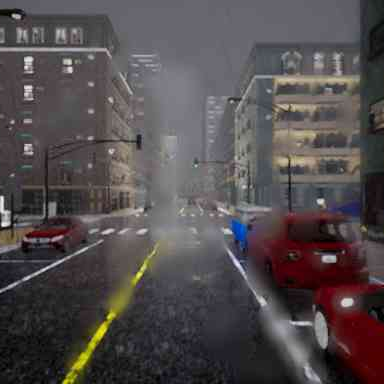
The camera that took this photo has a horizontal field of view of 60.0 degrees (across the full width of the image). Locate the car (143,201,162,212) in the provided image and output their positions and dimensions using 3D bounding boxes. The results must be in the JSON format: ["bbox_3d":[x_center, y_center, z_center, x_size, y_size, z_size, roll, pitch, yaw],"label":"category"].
[{"bbox_3d":[-5.713,2.107,46.804,1.947,1.339,4.313,0,-1,0],"label":"car"}]

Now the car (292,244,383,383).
[{"bbox_3d":[2.683,1.584,3.348,1.887,1.381,4.507,0,-1,0],"label":"car"}]

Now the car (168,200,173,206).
[{"bbox_3d":[-5.723,2.418,74.421,1.887,1.381,4.507,0,-1,0],"label":"car"}]

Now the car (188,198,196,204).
[{"bbox_3d":[-0.030,2.328,86.256,1.882,1.535,5.008,0,-1,0],"label":"car"}]

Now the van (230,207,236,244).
[{"bbox_3d":[2.677,1.506,14.406,1.690,1.788,3.998,0,-1,0],"label":"van"}]

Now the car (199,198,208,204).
[{"bbox_3d":[2.662,2.284,63.365,1.887,1.381,4.507,0,-1,0],"label":"car"}]

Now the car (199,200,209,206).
[{"bbox_3d":[2.658,2.439,74.411,1.947,1.339,4.313,0,-1,0],"label":"car"}]

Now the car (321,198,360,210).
[{"bbox_3d":[14.931,1.587,31.364,5.008,1.535,1.882,-1,0,0],"label":"car"}]

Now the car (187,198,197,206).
[{"bbox_3d":[-0.028,2.243,76.221,2.097,1.767,4.553,0,-1,0],"label":"car"}]

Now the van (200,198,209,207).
[{"bbox_3d":[2.658,2.147,68.890,1.690,1.788,3.998,0,-1,0],"label":"van"}]

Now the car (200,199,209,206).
[{"bbox_3d":[2.666,2.173,52.319,1.947,1.339,4.313,0,-1,0],"label":"car"}]

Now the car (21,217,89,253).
[{"bbox_3d":[-5.702,1.747,14.401,1.802,1.307,4.206,0,-1,0],"label":"car"}]

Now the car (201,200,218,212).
[{"bbox_3d":[2.668,2.123,46.795,1.802,1.307,4.206,0,-1,0],"label":"car"}]

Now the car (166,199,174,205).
[{"bbox_3d":[-5.727,2.590,85.466,1.802,1.307,4.206,0,-1,0],"label":"car"}]

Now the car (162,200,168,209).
[{"bbox_3d":[-5.717,2.239,57.851,1.947,1.339,4.313,0,-1,0],"label":"car"}]

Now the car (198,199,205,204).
[{"bbox_3d":[2.651,2.604,91.150,1.752,1.417,4.829,0,-1,0],"label":"car"}]

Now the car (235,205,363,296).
[{"bbox_3d":[2.679,1.417,8.879,2.192,1.841,5.009,0,-1,0],"label":"car"}]
